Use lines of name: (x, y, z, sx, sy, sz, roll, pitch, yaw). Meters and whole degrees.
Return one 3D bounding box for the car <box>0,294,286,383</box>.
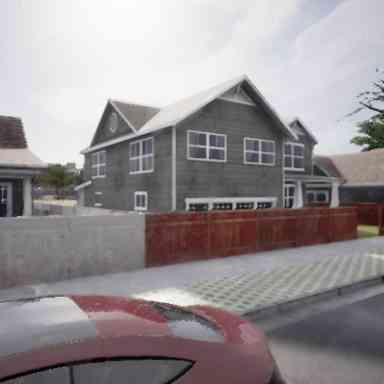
car: (-1.371, 1.531, 2.055, 4.674, 1.442, 1.812, 1, 0, -35)
